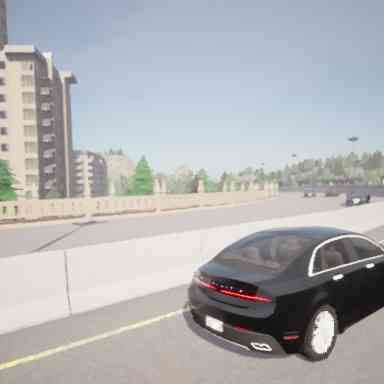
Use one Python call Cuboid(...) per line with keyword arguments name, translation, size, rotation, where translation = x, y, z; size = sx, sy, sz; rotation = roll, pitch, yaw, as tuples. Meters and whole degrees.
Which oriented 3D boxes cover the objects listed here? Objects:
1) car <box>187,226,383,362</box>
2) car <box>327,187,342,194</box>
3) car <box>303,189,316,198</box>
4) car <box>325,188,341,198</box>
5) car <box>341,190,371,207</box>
Cuboid(name="car", translation=(2.149, 1.350, 5.756), size=(4.892, 1.490, 1.837), rotation=(-2, 1, -39))
Cuboid(name="car", translation=(30.375, -0.240, 70.965), size=(1.994, 1.385, 4.181), rotation=(-2, 1, 9))
Cuboid(name="car", translation=(19.919, 0.184, 56.176), size=(2.128, 1.511, 4.902), rotation=(-1, 1, 18))
Cuboid(name="car", translation=(23.364, 0.076, 55.432), size=(1.882, 1.535, 5.008), rotation=(-1, 1, 18))
Cuboid(name="car", translation=(16.192, 0.571, 32.241), size=(2.128, 1.511, 4.902), rotation=(-1, 1, 32))
